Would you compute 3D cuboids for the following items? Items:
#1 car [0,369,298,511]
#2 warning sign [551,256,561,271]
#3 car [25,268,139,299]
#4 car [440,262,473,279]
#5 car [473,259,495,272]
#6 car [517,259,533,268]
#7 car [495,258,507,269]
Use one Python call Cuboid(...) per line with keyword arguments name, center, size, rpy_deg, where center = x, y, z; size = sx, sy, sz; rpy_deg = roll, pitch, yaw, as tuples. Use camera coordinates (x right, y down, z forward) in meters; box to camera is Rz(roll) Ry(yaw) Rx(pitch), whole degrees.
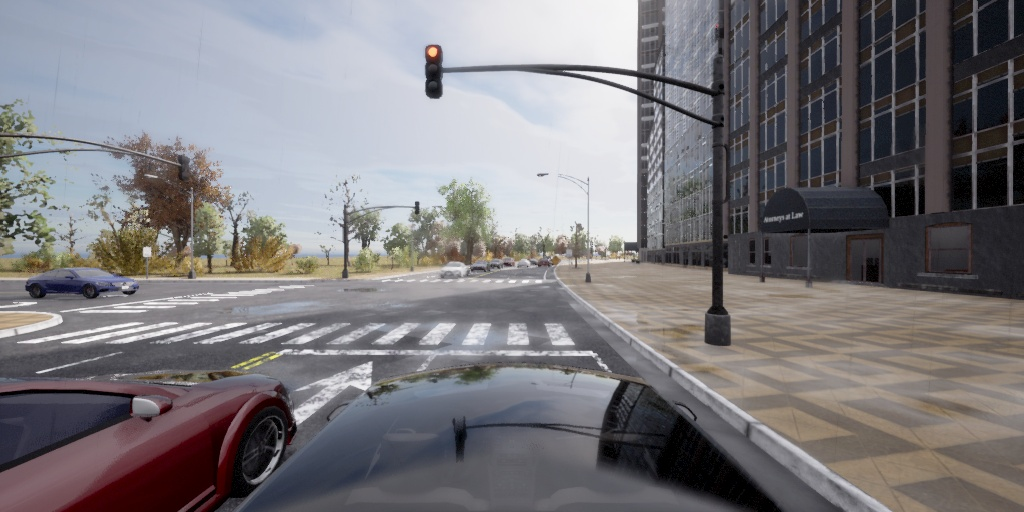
Cuboid(name="car", center=(-3.108, 1.314, 1.836), size=(1.994, 1.385, 4.181), rpy_deg=(0, 0, 0))
Cuboid(name="warning sign", center=(5.397, 0.868, 43.986), size=(1.300, 1.860, 1.060), rpy_deg=(0, 0, 7))
Cuboid(name="car", center=(-21.674, 1.322, 18.105), size=(4.674, 1.442, 1.812), rpy_deg=(0, 0, 4))
Cuboid(name="car", center=(-5.197, 1.273, 32.860), size=(1.812, 1.442, 4.674), rpy_deg=(0, 0, 5))
Cuboid(name="car", center=(-3.888, 1.297, 45.602), size=(2.033, 1.411, 5.357), rpy_deg=(0, 0, 6))
Cuboid(name="car", center=(2.165, 1.282, 63.032), size=(1.812, 1.442, 4.674), rpy_deg=(0, 0, 10))
Cuboid(name="car", center=(-2.481, 1.257, 55.859), size=(1.837, 1.490, 4.892), rpy_deg=(0, 0, 9))
